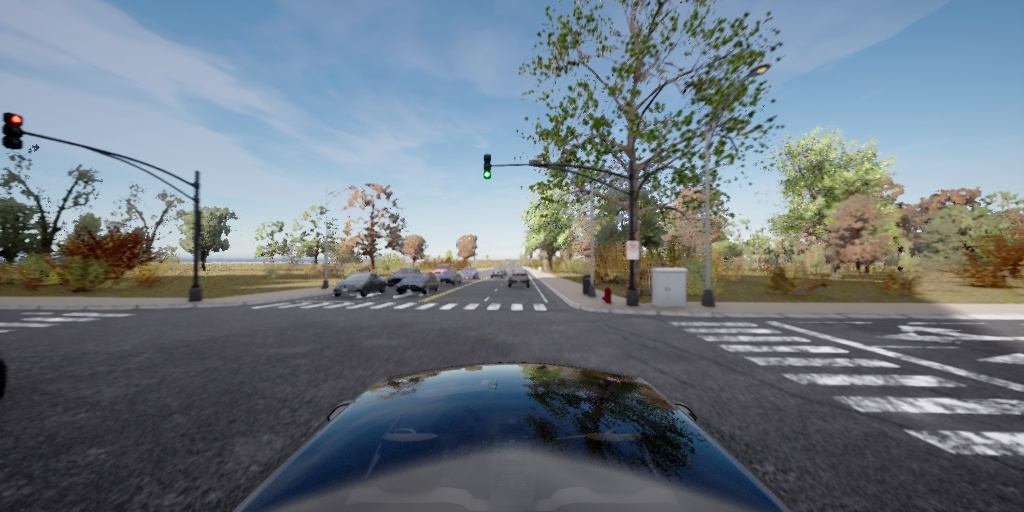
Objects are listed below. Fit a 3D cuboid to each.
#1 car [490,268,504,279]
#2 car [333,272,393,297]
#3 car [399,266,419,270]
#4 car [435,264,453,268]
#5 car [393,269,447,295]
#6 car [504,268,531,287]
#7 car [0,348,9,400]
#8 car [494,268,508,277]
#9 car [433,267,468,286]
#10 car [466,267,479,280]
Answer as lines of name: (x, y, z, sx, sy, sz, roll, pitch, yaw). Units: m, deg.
car: (-2.177, 2.568, 52.809, 2.033, 1.411, 5.357, 0, -1, 2)
car: (-9.551, 1.756, 22.973, 1.812, 1.442, 4.674, 0, -2, 2)
car: (-9.307, 1.817, 31.899, 2.097, 1.767, 4.553, 0, -1, 2)
car: (-8.885, 2.063, 46.509, 2.150, 2.045, 5.566, 0, -1, 2)
car: (-6.250, 1.829, 24.682, 2.033, 1.411, 5.357, 0, -2, 2)
car: (0.650, 1.999, 32.862, 2.128, 1.511, 4.902, 0, -2, 1)
car: (-6.115, 1.228, 2.359, 1.882, 1.535, 5.008, 1, -1, -31)
car: (-1.903, 2.835, 63.221, 2.033, 1.411, 5.357, 0, -1, 2)
car: (-5.970, 2.093, 34.749, 2.033, 1.411, 5.357, 0, -2, 2)
car: (-5.610, 2.226, 47.336, 2.097, 1.767, 4.553, 0, -2, 2)
